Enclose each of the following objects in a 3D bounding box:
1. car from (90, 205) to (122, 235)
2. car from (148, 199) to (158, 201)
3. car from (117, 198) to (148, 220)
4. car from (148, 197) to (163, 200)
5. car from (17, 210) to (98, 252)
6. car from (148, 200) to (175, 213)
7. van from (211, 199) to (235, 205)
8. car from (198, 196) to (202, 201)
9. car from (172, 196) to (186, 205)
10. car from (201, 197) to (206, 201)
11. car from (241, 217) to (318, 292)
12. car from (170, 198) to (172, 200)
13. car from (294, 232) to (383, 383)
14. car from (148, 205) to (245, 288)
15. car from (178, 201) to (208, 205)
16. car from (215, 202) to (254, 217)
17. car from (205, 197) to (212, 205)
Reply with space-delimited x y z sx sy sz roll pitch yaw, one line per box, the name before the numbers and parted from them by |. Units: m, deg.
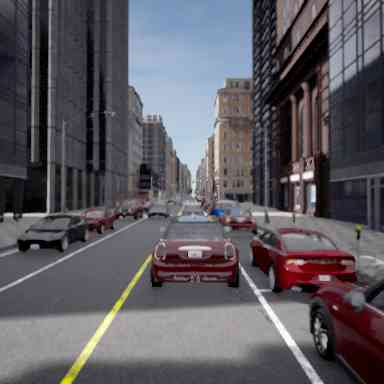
car | -5.849 1.714 20.198 1.887 1.381 4.507 1 0 0
car | -5.850 1.905 42.694 1.887 1.381 4.507 1 0 0
car | -5.847 1.579 31.448 2.192 1.841 5.009 1 0 0
car | -5.847 1.725 48.321 2.192 1.841 5.009 1 0 0
car | -5.849 1.688 14.573 1.947 1.339 4.313 1 0 0
car | -3.100 1.818 32.248 2.033 1.411 5.357 0 0 0
van | 2.679 1.557 25.816 1.690 1.788 3.998 1 0 0
car | 2.678 1.822 59.561 2.192 1.841 5.009 1 0 0
car | -3.000 2.140 73.178 2.128 1.511 4.902 0 -1 0
car | 2.677 1.849 48.311 1.967 1.590 4.097 1 0 0
car | 2.677 1.619 8.943 1.887 1.381 4.507 1 0 0
car | -5.850 2.130 70.647 1.752 1.417 4.829 1 0 0
car | 2.678 1.468 3.319 1.967 1.590 4.097 1 0 0
car | 0.078 1.432 9.600 2.097 1.767 4.553 0 -1 0
car | 0.096 1.791 29.037 2.033 1.411 5.357 0 0 0
car | 2.677 1.608 20.191 1.967 1.590 4.097 1 0 0
car | 2.678 1.579 31.440 2.192 1.841 5.009 1 0 0
